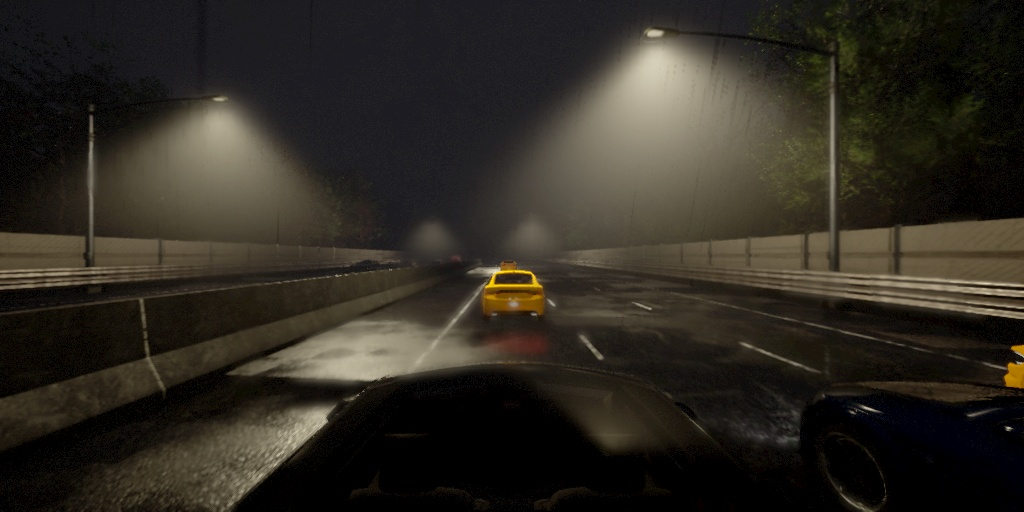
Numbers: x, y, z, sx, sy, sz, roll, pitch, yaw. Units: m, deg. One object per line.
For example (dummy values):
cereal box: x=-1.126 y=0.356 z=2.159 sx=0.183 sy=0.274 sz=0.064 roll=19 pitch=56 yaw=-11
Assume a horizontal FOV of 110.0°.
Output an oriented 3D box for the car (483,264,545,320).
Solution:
car: x=0.055 y=1.232 z=12.681 sx=1.882 sy=1.535 sz=5.008 roll=0 pitch=0 yaw=0

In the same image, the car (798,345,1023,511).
car: x=3.592 y=1.312 z=1.508 sx=1.994 sy=1.385 sz=4.181 roll=0 pitch=0 yaw=0

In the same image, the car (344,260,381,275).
car: x=-14.414 y=1.328 z=34.503 sx=1.994 sy=1.385 sz=4.181 roll=0 pitch=0 yaw=-1

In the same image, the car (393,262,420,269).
car: x=-10.971 y=1.312 z=37.589 sx=2.033 sy=1.411 sz=5.357 roll=0 pitch=0 yaw=-1

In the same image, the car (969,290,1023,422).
car: x=7.092 y=1.225 z=2.324 sx=1.882 sy=1.535 sz=5.008 roll=0 pitch=0 yaw=0

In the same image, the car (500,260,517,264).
car: x=-0.408 y=1.244 z=43.515 sx=1.882 sy=1.535 sz=5.008 roll=0 pitch=0 yaw=-1
